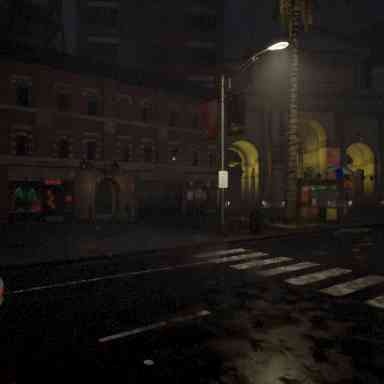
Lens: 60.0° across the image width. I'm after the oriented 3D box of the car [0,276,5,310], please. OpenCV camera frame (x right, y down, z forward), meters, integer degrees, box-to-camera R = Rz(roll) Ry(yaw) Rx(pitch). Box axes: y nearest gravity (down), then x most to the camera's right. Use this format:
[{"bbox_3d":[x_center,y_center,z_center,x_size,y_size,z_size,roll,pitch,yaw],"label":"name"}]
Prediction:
[{"bbox_3d":[-5.237,1.526,4.546,4.674,1.442,1.812,0,0,-35],"label":"car"}]
